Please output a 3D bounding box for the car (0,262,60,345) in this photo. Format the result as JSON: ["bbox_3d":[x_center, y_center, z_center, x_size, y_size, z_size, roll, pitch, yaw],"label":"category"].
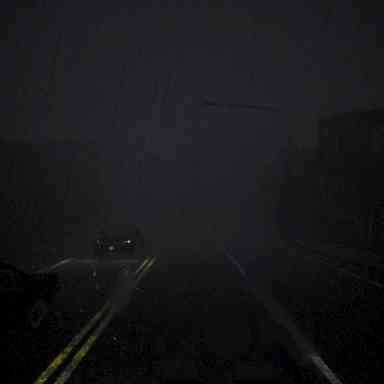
[{"bbox_3d":[-3.604,1.733,4.539,1.895,1.301,4.718,0,-3,0],"label":"car"}]

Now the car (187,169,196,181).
[{"bbox_3d":[-0.109,-3.574,74.016,2.097,1.767,4.553,0,9,0],"label":"car"}]

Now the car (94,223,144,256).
[{"bbox_3d":[-3.611,2.350,17.221,1.812,1.442,4.674,0,-3,0],"label":"car"}]

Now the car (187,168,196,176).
[{"bbox_3d":[-0.124,-5.057,83.889,1.994,1.385,4.181,0,9,0],"label":"car"}]
